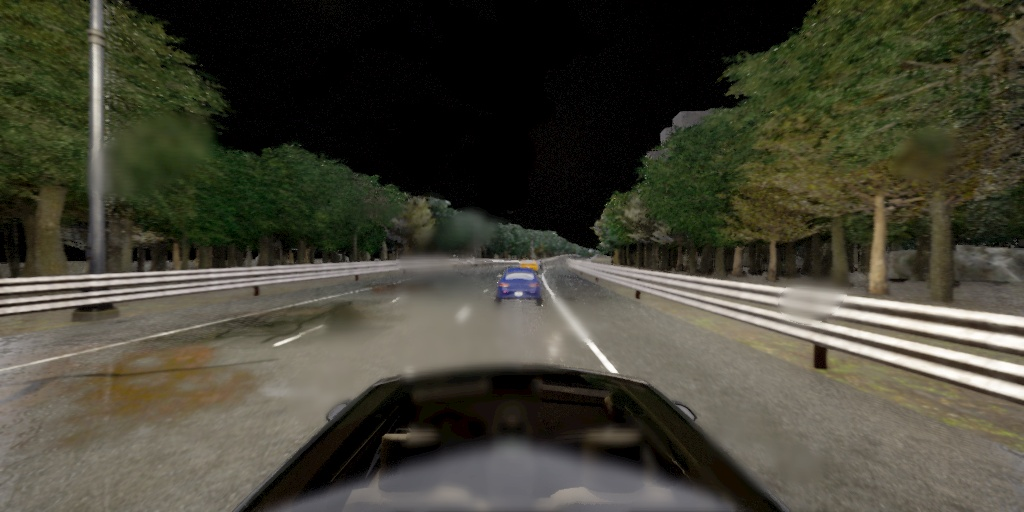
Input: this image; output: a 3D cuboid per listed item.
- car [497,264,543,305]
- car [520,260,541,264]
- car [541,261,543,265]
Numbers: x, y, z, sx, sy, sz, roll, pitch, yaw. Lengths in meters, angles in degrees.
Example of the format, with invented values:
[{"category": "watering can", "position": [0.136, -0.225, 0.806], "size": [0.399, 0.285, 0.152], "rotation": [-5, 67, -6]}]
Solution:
[{"category": "car", "position": [0.339, 1.239, 15.719], "size": [1.812, 1.442, 4.674], "rotation": [0, 0, 1]}, {"category": "car", "position": [1.920, 1.130, 39.954], "size": [1.882, 1.535, 5.008], "rotation": [0, 0, 5]}, {"category": "car", "position": [4.027, 1.288, 58.182], "size": [2.033, 1.411, 5.357], "rotation": [0, 0, 8]}]
